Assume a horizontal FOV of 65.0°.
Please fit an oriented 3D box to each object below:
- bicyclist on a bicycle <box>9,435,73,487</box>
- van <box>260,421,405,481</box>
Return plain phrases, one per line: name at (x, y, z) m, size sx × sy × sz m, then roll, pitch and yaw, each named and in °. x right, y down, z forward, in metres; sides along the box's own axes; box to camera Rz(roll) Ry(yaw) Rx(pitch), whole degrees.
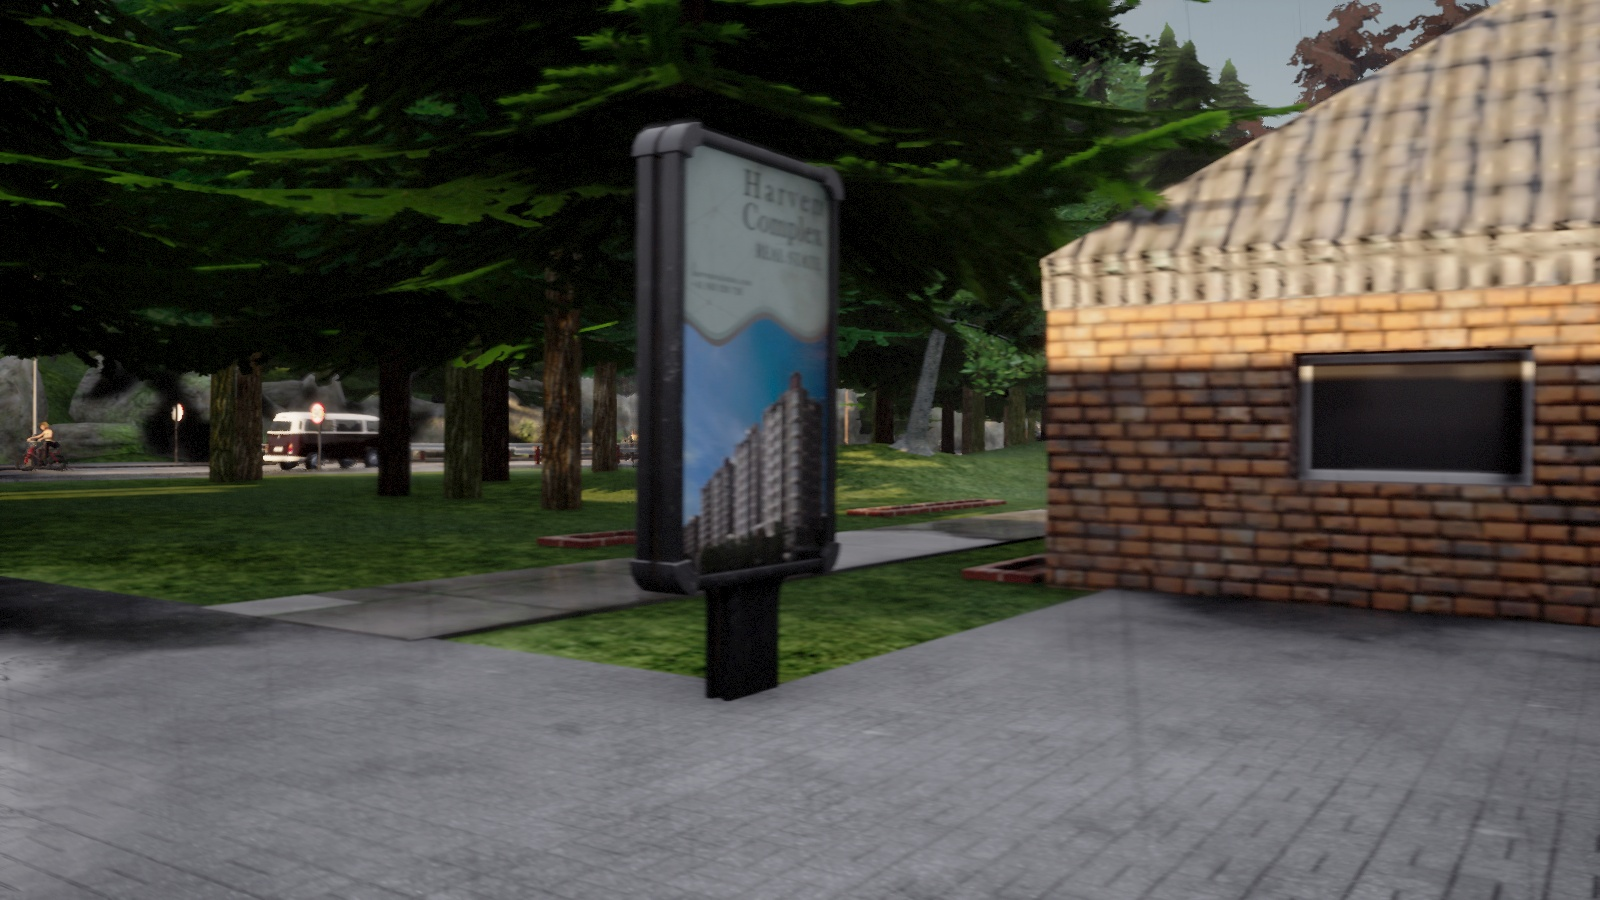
bicyclist on a bicycle at (-24.408, 0.336, 40.393) m, size 0.866 × 1.612 × 1.509 m, roll 0°, pitch 1°, yaw 34°
van at (-16.658, -0.008, 44.933) m, size 2.069 × 2.038 × 4.480 m, roll 0°, pitch 1°, yaw 33°
